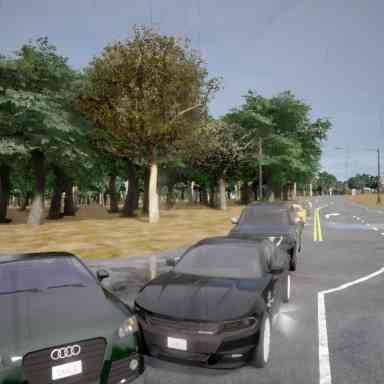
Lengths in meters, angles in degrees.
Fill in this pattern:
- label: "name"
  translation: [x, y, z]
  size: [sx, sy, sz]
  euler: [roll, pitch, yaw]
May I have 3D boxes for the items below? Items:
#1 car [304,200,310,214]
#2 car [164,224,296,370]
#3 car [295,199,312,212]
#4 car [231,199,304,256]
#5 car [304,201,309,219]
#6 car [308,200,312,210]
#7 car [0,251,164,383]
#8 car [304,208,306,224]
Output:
- label: "car"
  translation: [9.252, 1.725, 29.602]
  size: [1.812, 1.442, 4.674]
  euler: [-1, 0, 20]
- label: "car"
  translation: [0.727, 1.613, 6.288]
  size: [1.882, 1.535, 5.008]
  euler: [-1, -2, 21]
- label: "car"
  translation: [14.913, 1.755, 44.377]
  size: [1.812, 1.442, 4.674]
  euler: [-1, 0, 22]
- label: "car"
  translation: [2.840, 1.460, 12.431]
  size: [2.150, 2.045, 5.566]
  euler: [-2, 0, 20]
- label: "car"
  translation: [7.200, 1.664, 24.095]
  size: [1.882, 1.535, 5.008]
  euler: [-1, 0, 20]
- label: "car"
  translation: [11.272, 1.563, 34.979]
  size: [2.097, 1.767, 4.553]
  euler: [-1, 0, 21]
- label: "car"
  translation: [-2.317, 1.643, 4.986]
  size: [1.994, 1.385, 4.181]
  euler: [2, -2, -33]
- label: "car"
  translation: [5.059, 1.775, 18.338]
  size: [1.895, 1.301, 4.718]
  euler: [-1, 0, 21]
